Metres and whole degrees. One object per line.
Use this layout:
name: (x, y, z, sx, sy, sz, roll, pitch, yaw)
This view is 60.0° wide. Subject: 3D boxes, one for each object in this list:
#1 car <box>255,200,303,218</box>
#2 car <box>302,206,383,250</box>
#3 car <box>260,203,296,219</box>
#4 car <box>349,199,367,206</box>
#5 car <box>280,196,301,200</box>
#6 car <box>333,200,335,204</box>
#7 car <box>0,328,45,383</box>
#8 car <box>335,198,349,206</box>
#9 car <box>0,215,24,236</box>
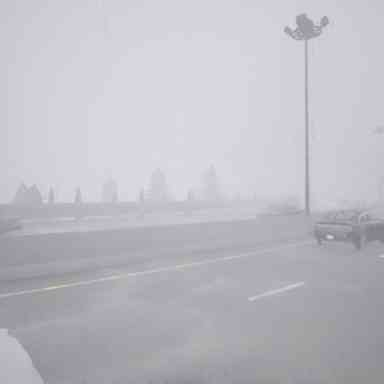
car: (6.486, 1.635, 24.480, 1.882, 1.535, 5.008, 0, 0, 41)
car: (7.213, 1.579, 14.837, 4.902, 1.511, 2.128, 0, 0, -44)
car: (8.418, 1.785, 32.319, 1.994, 1.385, 4.181, 0, -1, 37)
car: (29.034, 1.940, 57.429, 2.033, 1.411, 5.357, 0, -1, 33)
car: (13.645, 1.555, 46.311, 2.150, 2.045, 5.566, 0, -1, 32)
car: (35.551, 2.262, 80.820, 2.128, 1.511, 4.902, 0, -2, 32)
car: (-3.226, 1.609, 1.587, 4.718, 1.301, 1.895, 0, 0, -35)
car: (29.965, 1.958, 65.427, 1.837, 1.490, 4.892, 0, -1, 32)
car: (-11.748, 1.637, 17.166, 5.357, 1.411, 2.033, 0, 0, -36)
